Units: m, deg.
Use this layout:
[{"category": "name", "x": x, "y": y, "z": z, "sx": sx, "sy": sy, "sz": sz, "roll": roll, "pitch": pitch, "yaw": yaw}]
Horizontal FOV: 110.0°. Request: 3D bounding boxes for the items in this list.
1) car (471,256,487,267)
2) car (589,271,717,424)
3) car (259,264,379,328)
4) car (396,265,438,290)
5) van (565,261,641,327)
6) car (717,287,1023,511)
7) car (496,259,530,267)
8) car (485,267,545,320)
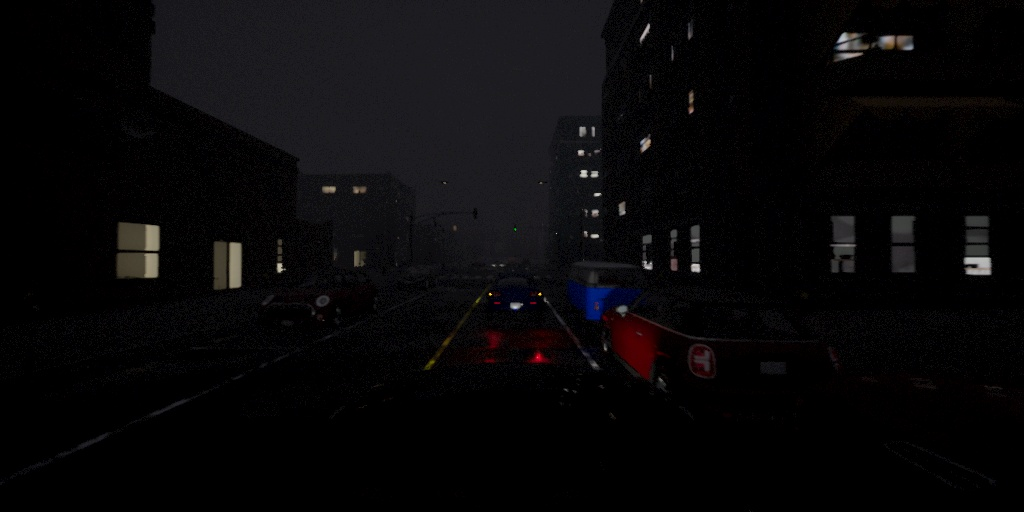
[{"category": "car", "x": -5.768, "y": 1.137, "z": 59.841, "sx": 1.888, "sy": 1.381, "sz": 4.507, "roll": 0, "pitch": 0, "yaw": 0}, {"category": "car", "x": 2.691, "y": 1.179, "z": 5.657, "sx": 1.967, "sy": 1.591, "sz": 4.097, "roll": 0, "pitch": 0, "yaw": 0}, {"category": "car", "x": -5.690, "y": 1.165, "z": 11.072, "sx": 1.967, "sy": 1.591, "sz": 4.097, "roll": 0, "pitch": 0, "yaw": 0}, {"category": "car", "x": -5.691, "y": 1.247, "z": 21.885, "sx": 2.007, "sy": 1.370, "sz": 4.403, "roll": 0, "pitch": 0, "yaw": 0}, {"category": "van", "x": 2.691, "y": 1.066, "z": 11.064, "sx": 1.690, "sy": 1.789, "sz": 3.998, "roll": 0, "pitch": 0, "yaw": 0}, {"category": "car", "x": 2.691, "y": 1.069, "z": 0.250, "sx": 2.192, "sy": 1.841, "sz": 5.009, "roll": 0, "pitch": 0, "yaw": 0}, {"category": "car", "x": 0.210, "y": 1.227, "z": 28.052, "sx": 2.033, "sy": 1.411, "sz": 5.357, "roll": 0, "pitch": 0, "yaw": 3}, {"category": "car", "x": 0.098, "y": 1.248, "z": 12.446, "sx": 1.812, "sy": 1.442, "sz": 4.674, "roll": 0, "pitch": 0, "yaw": 0}]
